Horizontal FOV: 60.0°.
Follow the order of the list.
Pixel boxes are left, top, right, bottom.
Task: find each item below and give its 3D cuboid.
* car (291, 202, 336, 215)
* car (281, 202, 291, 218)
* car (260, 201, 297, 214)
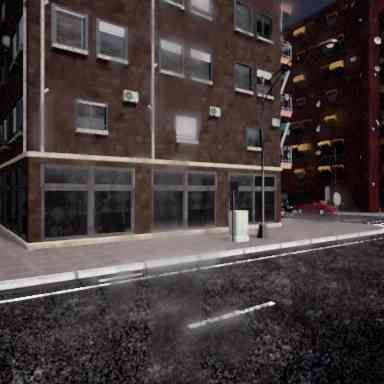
[{"bbox_3d":[13.970,1.821,37.607,1.887,1.381,4.507,-1,0,-36],"label":"car"},{"bbox_3d":[7.204,1.856,32.719,1.802,1.307,4.206,-1,0,-36],"label":"car"},{"bbox_3d":[10.853,1.912,41.920,1.947,1.339,4.313,-1,0,-36],"label":"car"}]
